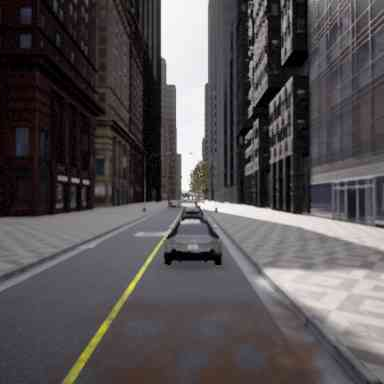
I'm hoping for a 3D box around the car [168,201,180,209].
[{"bbox_3d":[-3.031,2.255,58.045,1.994,1.385,4.181,0,-1,1],"label":"car"}]

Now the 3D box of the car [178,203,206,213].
[{"bbox_3d":[0.053,1.829,27.328,1.837,1.490,4.892,0,0,1],"label":"car"}]

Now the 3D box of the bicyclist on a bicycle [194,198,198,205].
[{"bbox_3d":[0.844,2.321,73.170,0.866,1.612,1.509,0,-1,0],"label":"bicyclist on a bicycle"}]

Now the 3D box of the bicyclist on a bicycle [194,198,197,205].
[{"bbox_3d":[0.849,2.376,82.168,0.659,1.776,1.843,0,-1,0],"label":"bicyclist on a bicycle"}]

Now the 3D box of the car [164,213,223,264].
[{"bbox_3d":[0.053,1.714,12.449,1.994,1.385,4.181,0,-1,1],"label":"car"}]
